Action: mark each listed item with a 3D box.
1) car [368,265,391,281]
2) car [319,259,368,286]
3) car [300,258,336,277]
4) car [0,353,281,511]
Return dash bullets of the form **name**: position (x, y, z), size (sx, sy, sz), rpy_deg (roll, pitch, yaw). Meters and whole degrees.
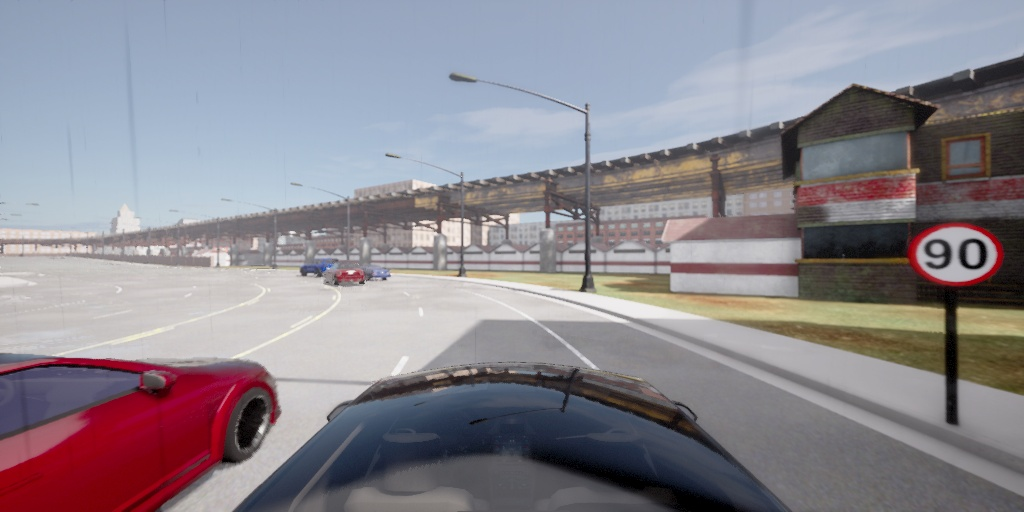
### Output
- **car**: position (-13.165, 1.534, 33.163), size (5.357, 1.411, 2.033), rpy_deg (0, -1, 44)
- **car**: position (-13.202, 1.301, 28.001), size (2.097, 1.767, 4.553), rpy_deg (0, 0, -39)
- **car**: position (-21.125, 1.260, 39.611), size (5.566, 2.045, 2.150), rpy_deg (0, 0, 34)
- **car**: position (-3.547, 1.321, 2.306), size (1.994, 1.385, 4.181), rpy_deg (0, 0, -2)
